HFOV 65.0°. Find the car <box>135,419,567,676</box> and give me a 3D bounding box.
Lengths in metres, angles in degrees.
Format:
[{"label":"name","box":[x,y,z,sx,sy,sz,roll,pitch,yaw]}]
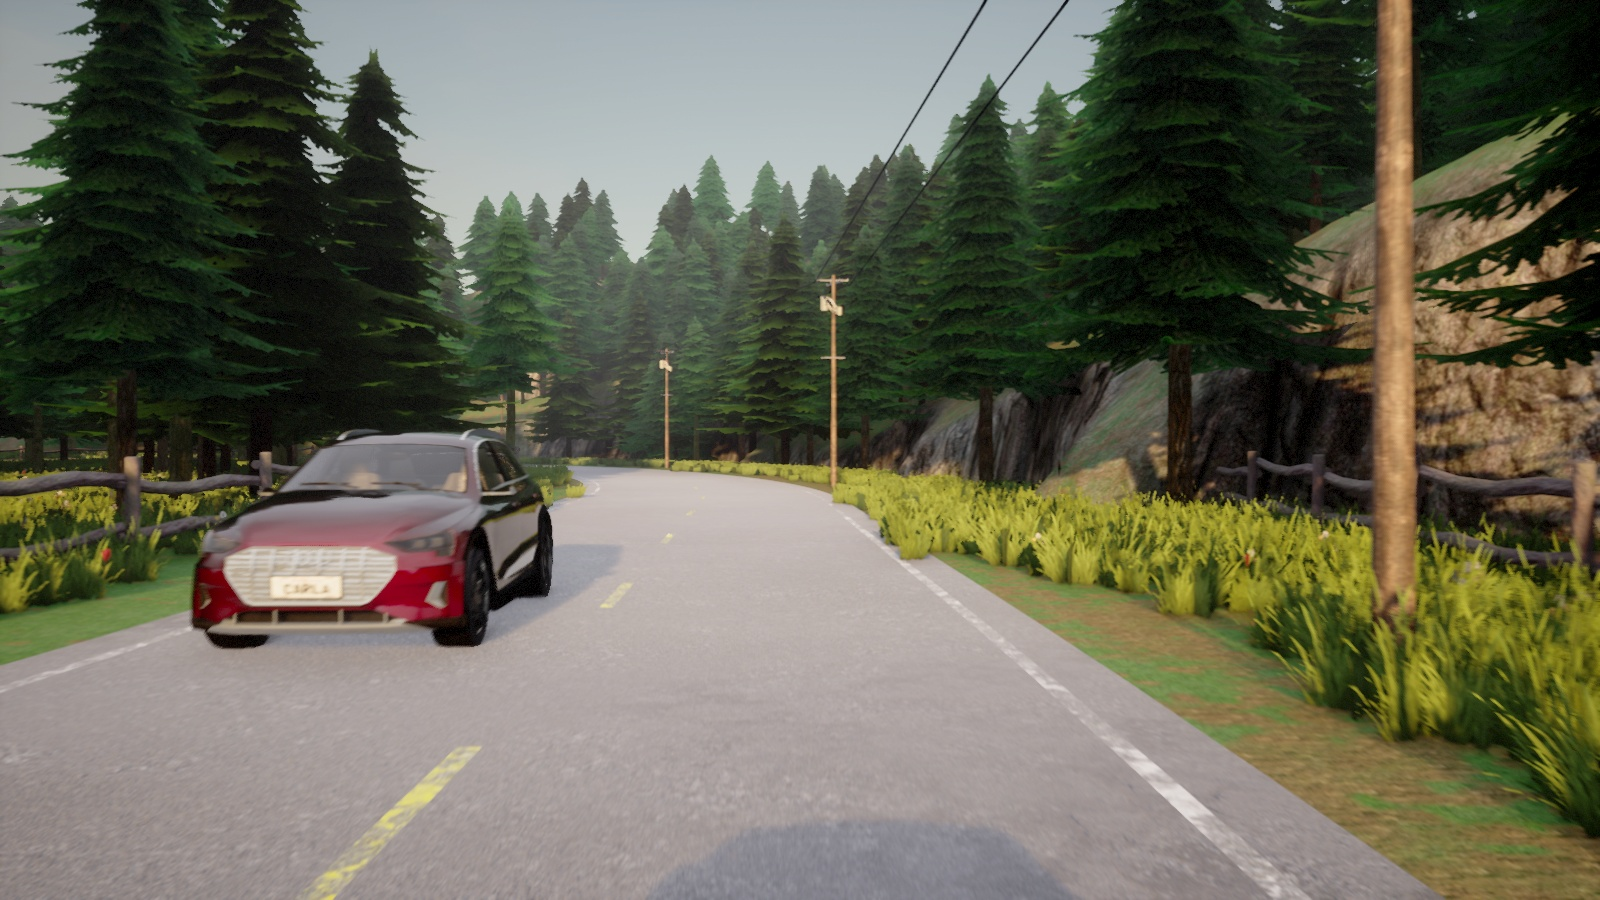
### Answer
[{"label":"car","box":[-3.343,0.615,10.542,2.033,1.649,4.856,0,0,-2]}]
